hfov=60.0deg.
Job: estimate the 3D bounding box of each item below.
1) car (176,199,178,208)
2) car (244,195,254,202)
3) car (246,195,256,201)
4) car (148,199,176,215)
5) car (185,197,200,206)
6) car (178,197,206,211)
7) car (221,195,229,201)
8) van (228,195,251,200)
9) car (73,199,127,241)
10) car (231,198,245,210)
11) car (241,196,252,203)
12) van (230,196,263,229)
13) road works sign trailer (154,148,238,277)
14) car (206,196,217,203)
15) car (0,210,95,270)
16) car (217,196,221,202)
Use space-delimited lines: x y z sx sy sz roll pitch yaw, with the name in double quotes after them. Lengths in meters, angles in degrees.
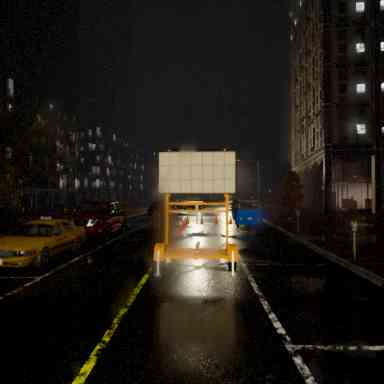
-1.785 1.597 45.469 1.947 1.339 4.313 1 0 9 "car"
13.462 1.462 78.836 1.967 1.590 4.097 1 0 16 "car"
14.997 1.570 84.266 1.887 1.381 4.507 1 0 17 "car"
-3.287 1.590 34.167 1.947 1.339 4.313 1 0 6 "car"
0.119 1.620 56.654 1.802 1.307 4.206 1 0 11 "car"
0.068 1.373 40.795 2.097 1.767 4.553 0 0 8 "car"
8.035 1.624 88.976 2.008 1.369 4.403 1 0 17 "car"
4.070 1.346 27.387 1.690 1.788 3.998 1 0 6 "van"
-4.762 1.327 17.049 2.192 1.841 5.009 1 0 3 "car"
6.273 1.532 45.122 1.752 1.417 4.829 1 0 9 "car"
12.011 1.584 73.337 1.947 1.339 4.313 1 0 14 "car"
3.573 1.345 21.545 1.690 1.788 3.998 1 0 4 "van"
0.162 0.468 10.247 2.380 3.560 2.880 0 0 3 "road works sign trailer"
3.690 1.621 73.107 1.947 1.339 4.313 1 0 14 "car"
-5.052 1.533 11.220 1.752 1.417 4.829 1 0 2 "car"
5.007 1.587 78.270 1.752 1.417 4.829 1 0 15 "car"
